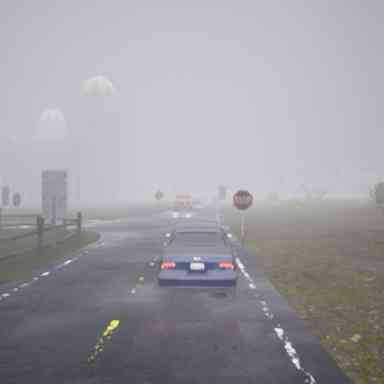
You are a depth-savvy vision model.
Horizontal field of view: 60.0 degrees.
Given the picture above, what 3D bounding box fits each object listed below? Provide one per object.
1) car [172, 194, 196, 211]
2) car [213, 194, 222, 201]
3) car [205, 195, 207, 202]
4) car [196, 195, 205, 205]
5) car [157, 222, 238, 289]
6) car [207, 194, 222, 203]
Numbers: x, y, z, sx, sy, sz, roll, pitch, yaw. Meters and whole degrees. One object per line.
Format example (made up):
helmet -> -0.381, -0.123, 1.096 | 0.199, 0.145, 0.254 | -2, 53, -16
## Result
car -> -1.063, 1.258, 41.306 | 2.150, 2.045, 5.566 | 0, 1, 5
car -> 6.209, 1.320, 80.853 | 2.097, 1.767, 4.553 | 0, 0, 7
car -> 2.557, 1.449, 73.551 | 1.994, 1.385, 4.181 | 0, 0, 7
car -> 0.632, 1.606, 58.056 | 1.994, 1.385, 4.181 | 0, 0, 7
car -> 0.179, 1.559, 9.275 | 2.033, 1.411, 5.357 | 0, 0, 2
car -> 5.009, 1.559, 70.918 | 2.128, 1.511, 4.902 | 0, 0, 7
